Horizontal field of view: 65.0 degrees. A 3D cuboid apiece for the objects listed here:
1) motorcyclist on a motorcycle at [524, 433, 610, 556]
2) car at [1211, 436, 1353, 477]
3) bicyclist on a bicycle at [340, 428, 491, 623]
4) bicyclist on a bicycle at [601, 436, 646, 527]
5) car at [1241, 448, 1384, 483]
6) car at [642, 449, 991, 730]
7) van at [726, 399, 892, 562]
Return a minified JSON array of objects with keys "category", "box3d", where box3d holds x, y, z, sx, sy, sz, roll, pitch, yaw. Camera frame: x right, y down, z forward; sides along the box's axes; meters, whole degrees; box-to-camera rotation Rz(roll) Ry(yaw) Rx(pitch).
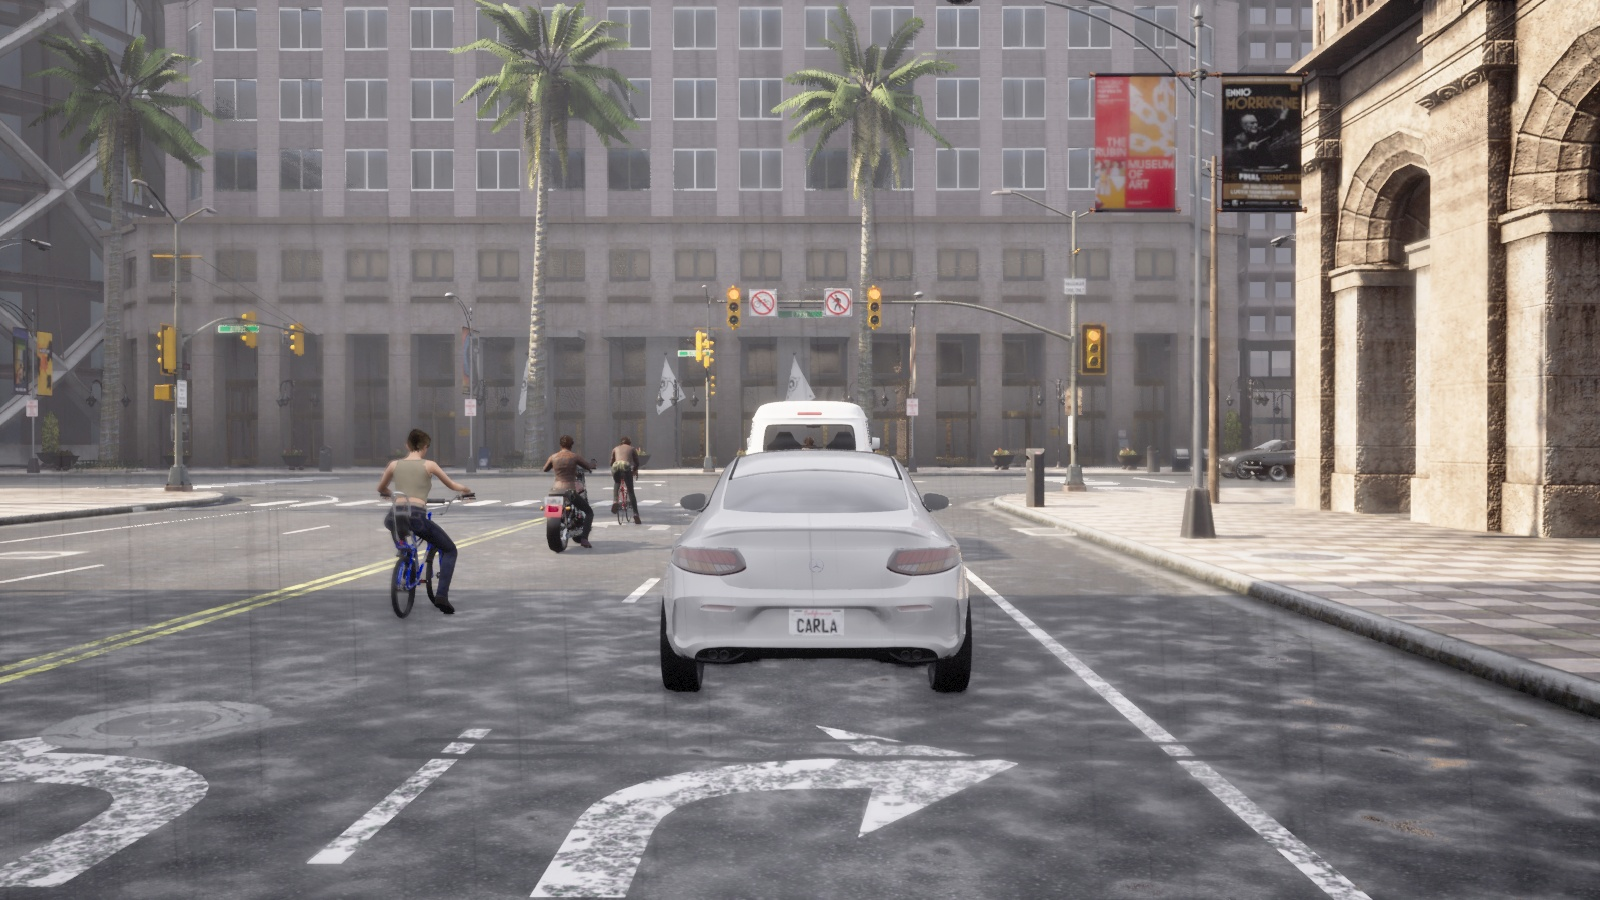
[{"category":"motorcyclist on a motorcycle","box3d":[-3.299,0.593,17.981,0.766,1.649,2.350,0,0,1]},{"category":"car","box3d":[19.711,0.250,51.521,5.027,1.651,2.152,0,0,1]},{"category":"bicyclist on a bicycle","box3d":[-3.366,0.617,11.144,0.866,1.612,1.509,0,0,0]},{"category":"bicyclist on a bicycle","box3d":[-3.256,0.565,23.313,0.582,1.620,1.656,0,0,1]},{"category":"car","box3d":[19.545,0.591,48.045,4.718,1.301,1.895,0,0,1]},{"category":"car","box3d":[0.104,0.722,8.867,1.812,1.442,4.674,0,0,0]},{"category":"van","box3d":[0.170,0.369,17.908,2.069,2.038,4.480,0,0,1]}]
